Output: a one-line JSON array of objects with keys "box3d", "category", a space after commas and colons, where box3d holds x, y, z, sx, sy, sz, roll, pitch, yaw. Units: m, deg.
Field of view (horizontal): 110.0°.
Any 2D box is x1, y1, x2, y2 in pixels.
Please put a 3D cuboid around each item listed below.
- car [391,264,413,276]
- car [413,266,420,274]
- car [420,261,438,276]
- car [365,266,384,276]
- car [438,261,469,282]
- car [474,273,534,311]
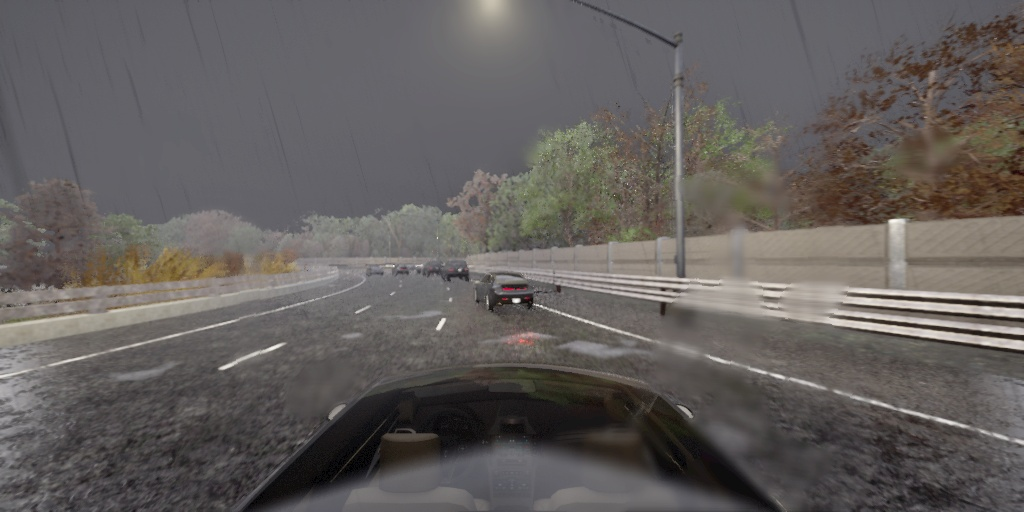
[{"box3d": [-16.423, 2.059, 52.584, 1.837, 1.490, 4.892, 0, -1, -30], "category": "car"}, {"box3d": [-13.046, 2.159, 53.839, 1.895, 1.301, 4.718, 0, -1, -30], "category": "car"}, {"box3d": [-10.774, 1.709, 49.197, 2.150, 2.045, 5.566, 0, -1, -23], "category": "car"}, {"box3d": [-19.507, 2.090, 50.928, 2.033, 1.411, 5.357, 0, -1, -30], "category": "car"}, {"box3d": [-5.823, 1.497, 36.446, 2.150, 2.045, 5.566, 0, -1, -18], "category": "car"}, {"box3d": [-0.463, 1.463, 15.820, 1.837, 1.490, 4.892, -1, -1, -15], "category": "car"}]
